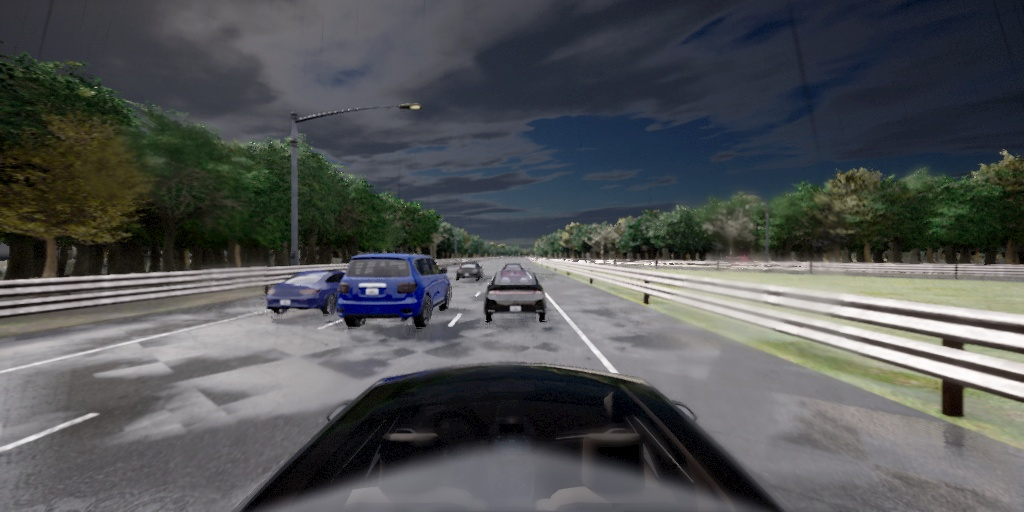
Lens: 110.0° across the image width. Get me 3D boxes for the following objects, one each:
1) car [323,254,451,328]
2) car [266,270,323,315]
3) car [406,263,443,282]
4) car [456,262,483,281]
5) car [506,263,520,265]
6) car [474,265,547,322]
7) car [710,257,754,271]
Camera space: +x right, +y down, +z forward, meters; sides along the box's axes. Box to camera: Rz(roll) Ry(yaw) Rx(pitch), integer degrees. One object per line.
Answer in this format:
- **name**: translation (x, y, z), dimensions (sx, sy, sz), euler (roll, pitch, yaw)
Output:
- **car**: translation (-3.403, 0.950, 11.410), dimensions (2.150, 2.045, 5.566), euler (0, 0, 0)
- **car**: translation (-6.901, 1.228, 13.218), dimensions (1.812, 1.442, 4.674), euler (0, 0, 0)
- **car**: translation (-6.911, 1.264, 28.783), dimensions (1.994, 1.385, 4.181), euler (0, 0, 0)
- **car**: translation (-3.410, 1.225, 29.318), dimensions (1.812, 1.442, 4.674), euler (0, 0, 0)
- **car**: translation (0.091, 1.264, 28.845), dimensions (1.994, 1.385, 4.181), euler (0, 0, 0)
- **car**: translation (0.096, 1.218, 12.225), dimensions (2.128, 1.511, 4.902), euler (0, 0, 0)
- **car**: translation (31.550, 1.115, 51.561), dimensions (2.150, 2.045, 5.566), euler (0, 0, -29)
